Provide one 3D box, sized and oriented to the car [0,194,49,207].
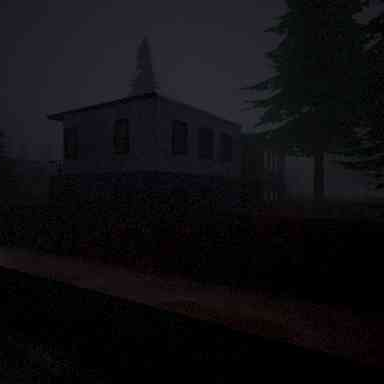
[{"bbox_3d":[-14.753,1.197,29.570,2.150,2.045,5.566,0,0,27],"label":"car"}]
